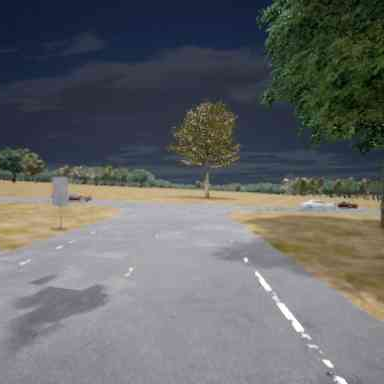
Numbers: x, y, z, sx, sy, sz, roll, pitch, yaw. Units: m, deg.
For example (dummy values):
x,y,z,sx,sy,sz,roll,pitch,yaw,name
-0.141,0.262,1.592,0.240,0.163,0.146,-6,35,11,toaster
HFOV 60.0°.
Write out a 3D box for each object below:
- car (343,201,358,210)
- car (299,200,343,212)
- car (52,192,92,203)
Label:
x,y,z,sx,sy,sz,roll,pitch,yaw,name
21.691,1.933,49.129,4.718,1.301,1.895,2,0,1,car
16.047,1.706,42.248,4.674,1.442,1.812,2,0,1,car
-15.397,0.704,42.961,4.718,1.301,1.895,2,0,1,car
